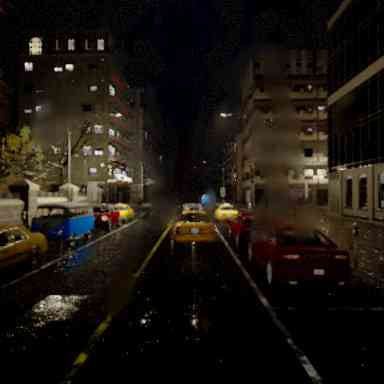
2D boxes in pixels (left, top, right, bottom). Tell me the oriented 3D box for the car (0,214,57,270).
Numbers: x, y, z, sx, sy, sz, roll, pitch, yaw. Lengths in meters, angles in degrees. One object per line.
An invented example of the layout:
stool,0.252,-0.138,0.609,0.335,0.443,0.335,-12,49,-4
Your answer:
car,-5.678,1.549,9.154,1.752,1.417,4.829,1,0,0

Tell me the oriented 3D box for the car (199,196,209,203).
car,2.722,1.698,75.481,1.947,1.339,4.313,1,0,0

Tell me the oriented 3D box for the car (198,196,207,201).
car,2.726,1.692,86.822,2.008,1.369,4.403,1,0,0

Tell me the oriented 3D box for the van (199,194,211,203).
van,2.722,1.461,64.138,1.690,1.788,3.998,1,0,0

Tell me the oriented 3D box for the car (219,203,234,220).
car,2.708,1.587,26.315,1.752,1.417,4.829,1,0,0

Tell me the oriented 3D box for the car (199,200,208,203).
car,0.118,1.667,28.774,1.895,1.301,4.718,0,0,0

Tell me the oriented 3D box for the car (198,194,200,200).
car,2.721,1.671,69.810,1.887,1.381,4.507,1,0,0

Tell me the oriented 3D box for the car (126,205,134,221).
car,-5.673,1.587,25.995,1.752,1.417,4.829,1,0,0

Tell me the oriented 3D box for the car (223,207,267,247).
car,2.704,1.581,14.912,1.887,1.381,4.507,1,0,0

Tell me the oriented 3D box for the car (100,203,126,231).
car,-5.673,1.490,20.551,1.967,1.590,4.097,1,0,0

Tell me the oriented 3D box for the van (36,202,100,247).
van,-5.674,1.378,14.937,1.690,1.788,3.998,1,0,0

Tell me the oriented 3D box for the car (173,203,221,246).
car,0.107,1.493,15.424,1.801,1.575,5.366,0,0,0

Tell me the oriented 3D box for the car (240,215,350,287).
car,2.702,1.568,9.295,1.887,1.381,4.507,1,0,0

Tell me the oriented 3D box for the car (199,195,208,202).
car,2.726,1.577,81.151,1.967,1.590,4.097,1,0,0

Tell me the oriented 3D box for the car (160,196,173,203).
car,-5.660,1.709,69.868,1.802,1.307,4.206,1,0,0
